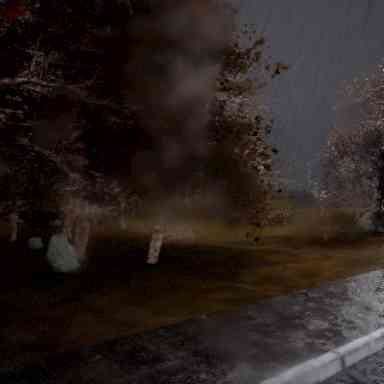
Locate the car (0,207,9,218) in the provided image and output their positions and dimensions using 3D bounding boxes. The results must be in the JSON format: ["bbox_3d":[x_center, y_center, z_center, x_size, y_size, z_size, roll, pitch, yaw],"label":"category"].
[{"bbox_3d":[-33.028,3.267,54.507,5.566,2.045,2.435,6,-4,-41],"label":"car"}]
